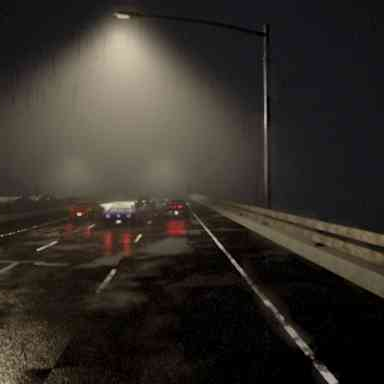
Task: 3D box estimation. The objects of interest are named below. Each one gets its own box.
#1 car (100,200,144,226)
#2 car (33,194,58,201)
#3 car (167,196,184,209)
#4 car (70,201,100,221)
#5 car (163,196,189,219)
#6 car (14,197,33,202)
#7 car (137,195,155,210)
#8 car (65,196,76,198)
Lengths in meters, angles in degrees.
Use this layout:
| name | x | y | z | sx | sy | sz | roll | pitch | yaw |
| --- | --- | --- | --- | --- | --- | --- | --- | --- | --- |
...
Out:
| name | x | y | z | sx | sy | sz | roll | pitch | yaw |
| --- | --- | --- | --- | --- | --- | --- | --- | --- | --- |
| car | -4.529 | 1.479 | 22.215 | 1.895 | 1.301 | 4.718 | -1 | 0 | -3 |
| car | -23.964 | 1.185 | 55.188 | 2.097 | 1.767 | 4.553 | -1 | 1 | -3 |
| car | -2.095 | 1.246 | 41.805 | 2.033 | 1.411 | 5.357 | -1 | 0 | -3 |
| car | -8.258 | 1.412 | 26.322 | 1.812 | 1.442 | 4.674 | -1 | 0 | -3 |
| car | -1.300 | 1.306 | 27.236 | 1.837 | 1.490 | 4.892 | -1 | 0 | -3 |
| car | -27.437 | 1.441 | 54.527 | 1.994 | 1.385 | 4.181 | -1 | 0 | -3 |
| car | -5.445 | 1.108 | 39.013 | 2.097 | 1.767 | 4.553 | -1 | 0 | -3 |
| car | -20.521 | 1.353 | 56.607 | 1.994 | 1.385 | 4.181 | -1 | 0 | -3 |
